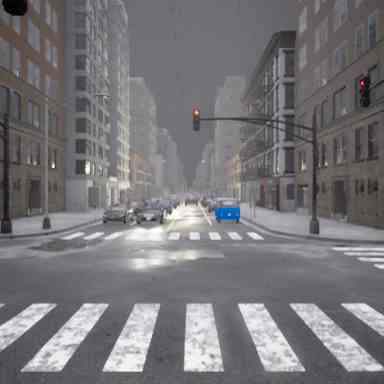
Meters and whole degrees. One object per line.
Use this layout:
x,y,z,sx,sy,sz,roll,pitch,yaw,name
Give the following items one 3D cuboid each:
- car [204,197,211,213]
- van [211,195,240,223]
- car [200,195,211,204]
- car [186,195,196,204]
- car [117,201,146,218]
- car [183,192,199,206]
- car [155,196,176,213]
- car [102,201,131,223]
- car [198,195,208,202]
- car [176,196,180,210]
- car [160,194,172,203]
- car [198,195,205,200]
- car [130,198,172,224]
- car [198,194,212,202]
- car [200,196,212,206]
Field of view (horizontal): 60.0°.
2.566,1.569,36.256,1.802,1.307,4.206,0,0,0,car
2.588,1.332,24.894,1.690,1.788,3.998,0,0,0,van
2.512,1.402,64.663,1.967,1.590,4.097,0,0,0,car
-0.127,1.439,65.020,1.882,1.535,5.008,0,0,0,car
-5.448,1.534,30.551,1.887,1.381,4.507,0,0,0,car
-0.108,1.324,54.988,2.097,1.767,4.553,0,0,0,car
-2.917,1.465,33.865,1.882,1.535,5.008,0,0,0,car
-5.437,1.542,24.870,2.008,1.369,4.403,0,0,0,car
2.490,1.501,76.025,2.008,1.369,4.403,0,0,0,car
-2.931,1.547,43.091,1.994,1.385,4.181,0,0,0,car
-5.524,1.271,70.324,2.192,1.841,5.009,0,0,0,car
2.468,1.504,87.388,1.947,1.339,4.313,0,0,0,car
-2.885,1.483,24.422,2.128,1.511,4.902,0,0,-1,car
2.534,1.289,53.300,2.192,1.841,5.009,0,0,0,car
2.544,1.561,47.619,1.802,1.307,4.206,0,0,0,car
